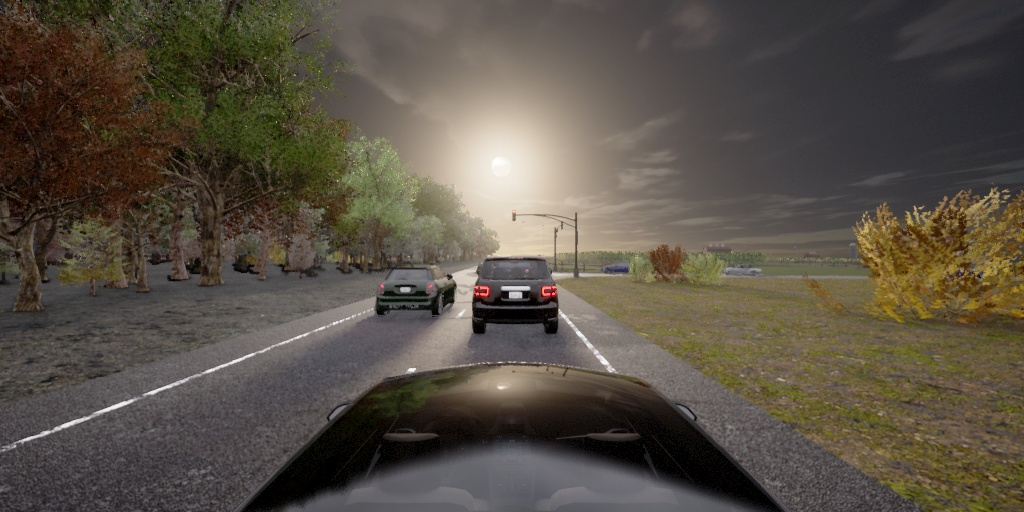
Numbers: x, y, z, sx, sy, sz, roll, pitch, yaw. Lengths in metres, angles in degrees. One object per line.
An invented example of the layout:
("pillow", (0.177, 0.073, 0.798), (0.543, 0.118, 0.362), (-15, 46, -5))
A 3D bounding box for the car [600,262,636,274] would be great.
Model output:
("car", (13.289, 1.514, 44.362), (4.674, 1.442, 1.812), (1, -1, 3))

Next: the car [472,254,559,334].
("car", (0.082, 0.981, 10.801), (2.150, 2.045, 5.566), (0, 0, 0))

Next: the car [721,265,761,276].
("car", (27.761, 1.744, 44.120), (4.718, 1.301, 1.895), (1, -1, 0))

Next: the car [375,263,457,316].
("car", (-3.421, 1.114, 13.613), (2.097, 1.767, 4.553), (0, 0, 0))

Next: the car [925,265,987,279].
("car", (50.307, 1.803, 40.430), (5.008, 1.535, 1.882), (1, -1, 1))
